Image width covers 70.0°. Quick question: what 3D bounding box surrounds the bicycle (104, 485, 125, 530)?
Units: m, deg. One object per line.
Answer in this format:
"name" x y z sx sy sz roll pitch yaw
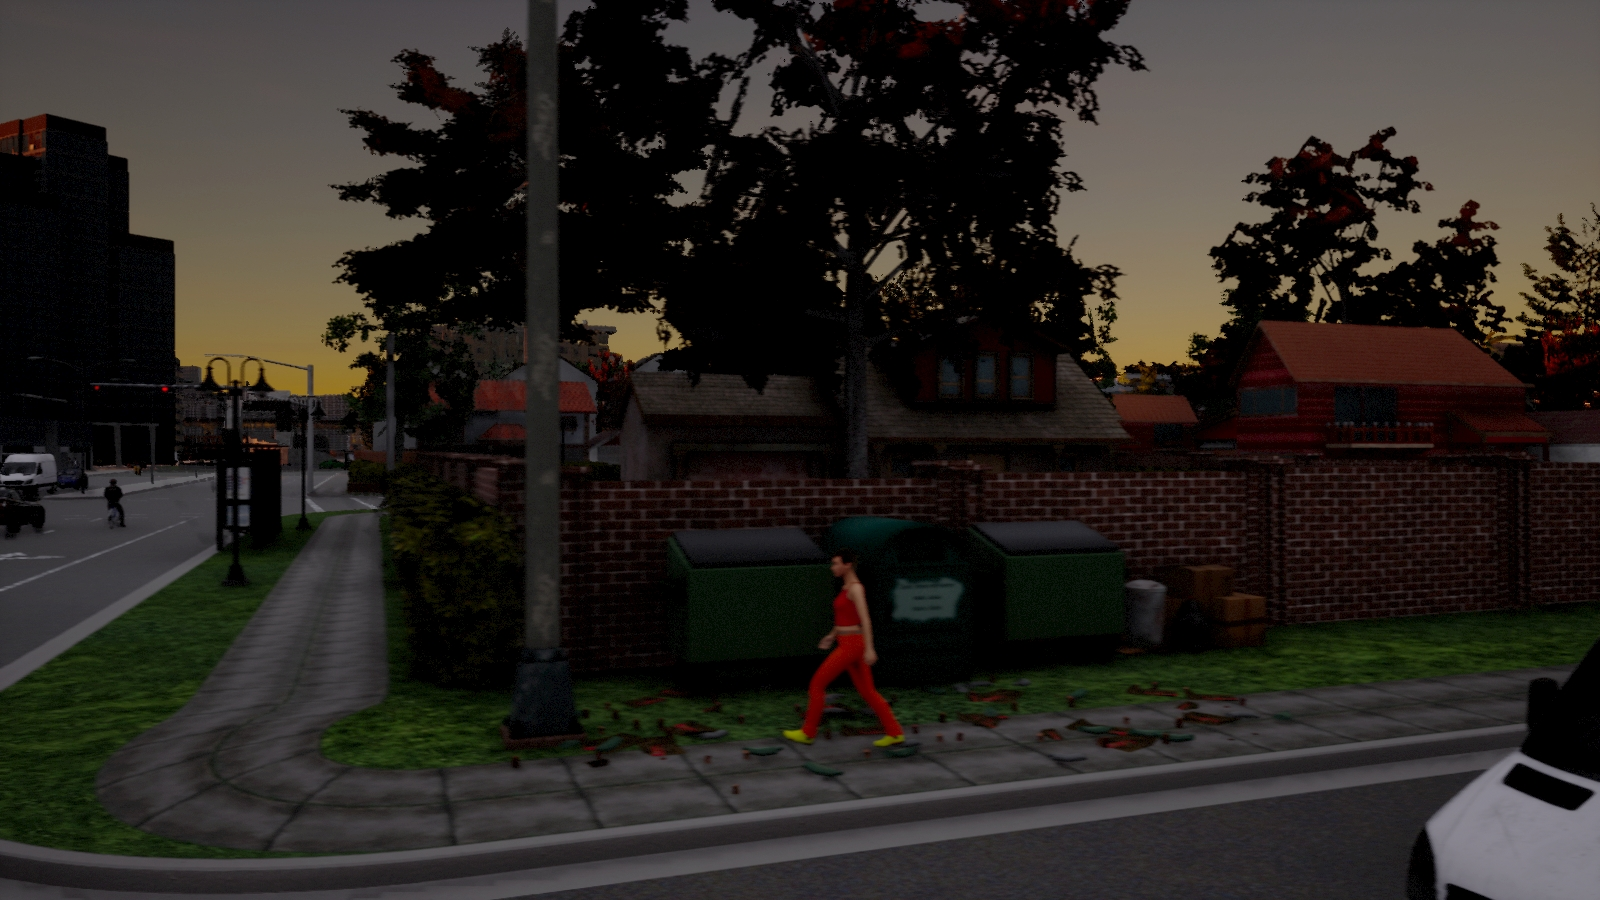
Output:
"bicycle" -24.521 2.048 40.874 0.329 1.496 1.835 0 0 -20

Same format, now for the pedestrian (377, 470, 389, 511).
"pedestrian" -19.197 1.849 52.555 0.375 1.860 0.375 0 0 10

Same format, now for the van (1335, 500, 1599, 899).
"van" 5.580 1.534 5.339 5.915 2.561 1.988 0 0 -20

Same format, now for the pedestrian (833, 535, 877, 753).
"pedestrian" 0.484 1.696 10.090 0.375 1.860 0.375 0 0 3

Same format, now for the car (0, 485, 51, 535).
"car" -27.688 2.040 39.557 2.007 1.525 4.514 0 0 -21
